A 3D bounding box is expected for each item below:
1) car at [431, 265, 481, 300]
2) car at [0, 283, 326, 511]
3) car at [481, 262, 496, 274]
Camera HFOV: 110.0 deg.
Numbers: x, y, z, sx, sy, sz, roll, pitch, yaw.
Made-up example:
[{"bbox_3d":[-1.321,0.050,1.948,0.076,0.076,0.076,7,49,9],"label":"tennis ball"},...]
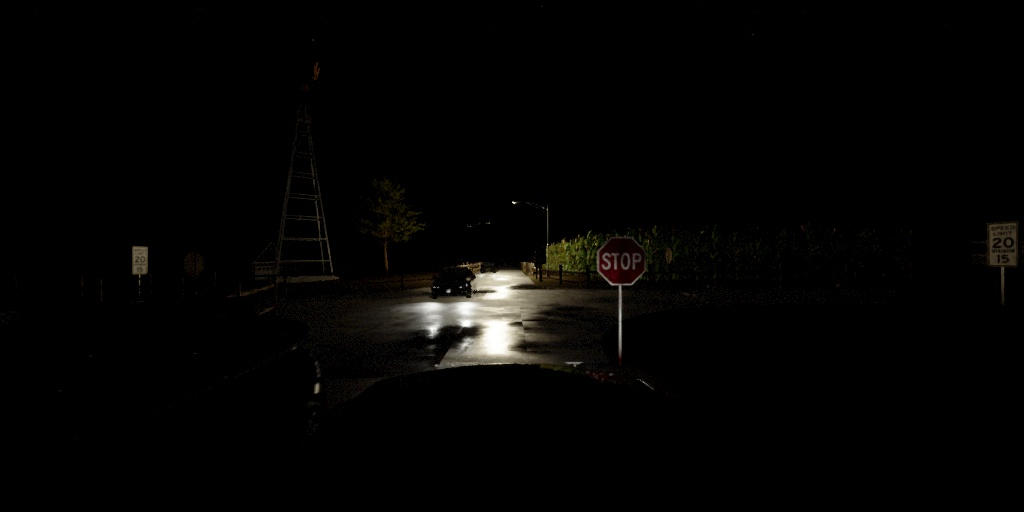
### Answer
[{"bbox_3d":[-2.876,1.351,18.581,1.837,1.490,4.892,-1,0,0],"label":"car"},{"bbox_3d":[-2.746,1.100,1.417,2.097,1.767,4.553,0,0,0],"label":"car"},{"bbox_3d":[-3.066,1.530,47.066,1.882,1.535,5.008,0,-1,0],"label":"car"}]
